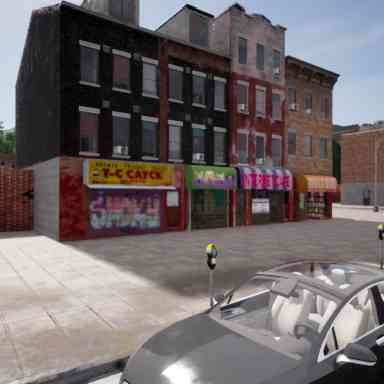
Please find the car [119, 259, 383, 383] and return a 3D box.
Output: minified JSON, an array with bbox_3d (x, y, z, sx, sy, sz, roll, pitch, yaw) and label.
[{"bbox_3d":[1.353,1.552,3.760,4.403,1.369,2.008,0,0,-35],"label":"car"}]
